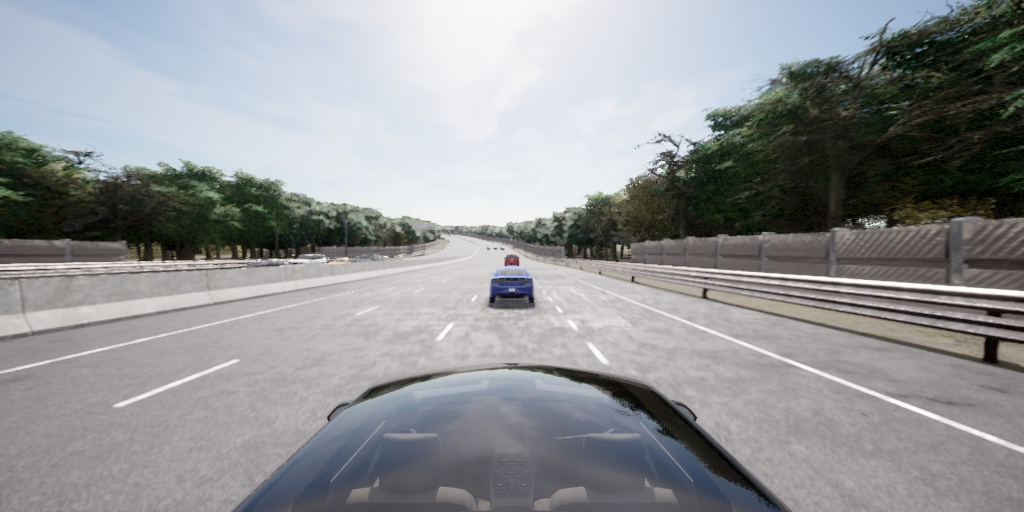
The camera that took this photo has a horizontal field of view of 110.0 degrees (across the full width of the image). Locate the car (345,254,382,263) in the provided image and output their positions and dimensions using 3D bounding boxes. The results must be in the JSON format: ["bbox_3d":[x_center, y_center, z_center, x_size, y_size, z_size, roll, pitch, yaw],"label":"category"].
[{"bbox_3d":[-17.573,0.810,43.489,2.150,2.045,5.566,0,1,0],"label":"car"}]

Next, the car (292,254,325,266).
[{"bbox_3d":[-24.568,0.812,43.294,2.150,2.045,5.566,0,0,0],"label":"car"}]

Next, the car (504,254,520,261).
[{"bbox_3d":[-0.007,0.740,52.678,2.150,2.045,5.566,0,1,0],"label":"car"}]

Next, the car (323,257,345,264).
[{"bbox_3d":[-21.069,1.058,44.841,1.882,1.535,5.008,0,1,0],"label":"car"}]

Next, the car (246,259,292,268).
[{"bbox_3d":[-28.070,1.097,40.981,2.128,1.511,4.902,0,0,0],"label":"car"}]

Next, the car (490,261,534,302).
[{"bbox_3d":[-0.003,1.203,16.925,1.882,1.535,5.008,0,0,0],"label":"car"}]
